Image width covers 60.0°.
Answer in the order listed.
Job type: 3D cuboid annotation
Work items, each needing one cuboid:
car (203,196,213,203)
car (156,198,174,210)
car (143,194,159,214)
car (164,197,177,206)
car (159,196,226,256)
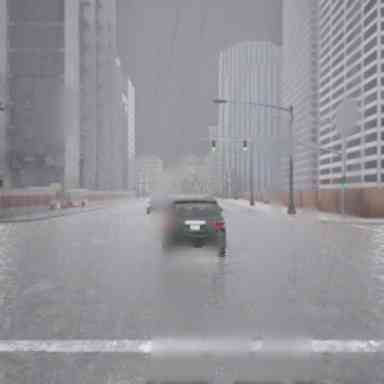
[{"bbox_3d":[3.483,1.567,73.834,1.837,1.490,4.892,0,0,0],"label":"car"},{"bbox_3d":[-3.576,1.588,45.163,2.033,1.411,5.357,0,0,0],"label":"car"},{"bbox_3d":[-3.600,1.384,35.540,2.097,1.767,4.553,0,0,0],"label":"car"},{"bbox_3d":[-3.513,1.555,55.468,1.837,1.490,4.892,0,0,0],"label":"car"},{"bbox_3d":[0.097,1.233,13.299,2.150,2.045,5.566,0,0,0],"label":"car"}]
